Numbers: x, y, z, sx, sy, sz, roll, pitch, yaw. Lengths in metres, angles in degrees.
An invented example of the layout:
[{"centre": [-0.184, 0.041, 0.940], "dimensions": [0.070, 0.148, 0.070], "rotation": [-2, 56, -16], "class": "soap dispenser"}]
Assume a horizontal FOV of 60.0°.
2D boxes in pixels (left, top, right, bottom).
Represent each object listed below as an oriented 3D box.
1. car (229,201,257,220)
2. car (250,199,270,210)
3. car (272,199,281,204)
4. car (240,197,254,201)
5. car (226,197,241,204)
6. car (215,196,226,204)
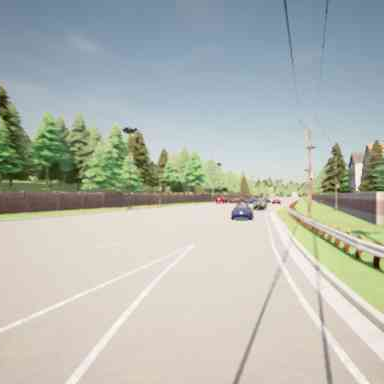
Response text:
[{"centre": [4.964, 1.906, 32.397], "dimensions": [1.994, 1.385, 4.181], "rotation": [0, -1, 13], "class": "car"}, {"centre": [10.715, 2.163, 52.156], "dimensions": [1.895, 1.301, 4.718], "rotation": [0, -1, 18], "class": "car"}, {"centre": [21.809, 2.490, 85.720], "dimensions": [1.994, 1.385, 4.181], "rotation": [0, -1, 18], "class": "car"}, {"centre": [14.510, 2.456, 85.964], "dimensions": [1.994, 1.385, 4.181], "rotation": [0, -1, 18], "class": "car"}, {"centre": [11.181, 2.255, 87.046], "dimensions": [2.097, 1.767, 4.553], "rotation": [0, -1, 18], "class": "car"}, {"centre": [7.749, 2.116, 87.819], "dimensions": [2.150, 2.045, 5.566], "rotation": [0, -1, 18], "class": "car"}]
